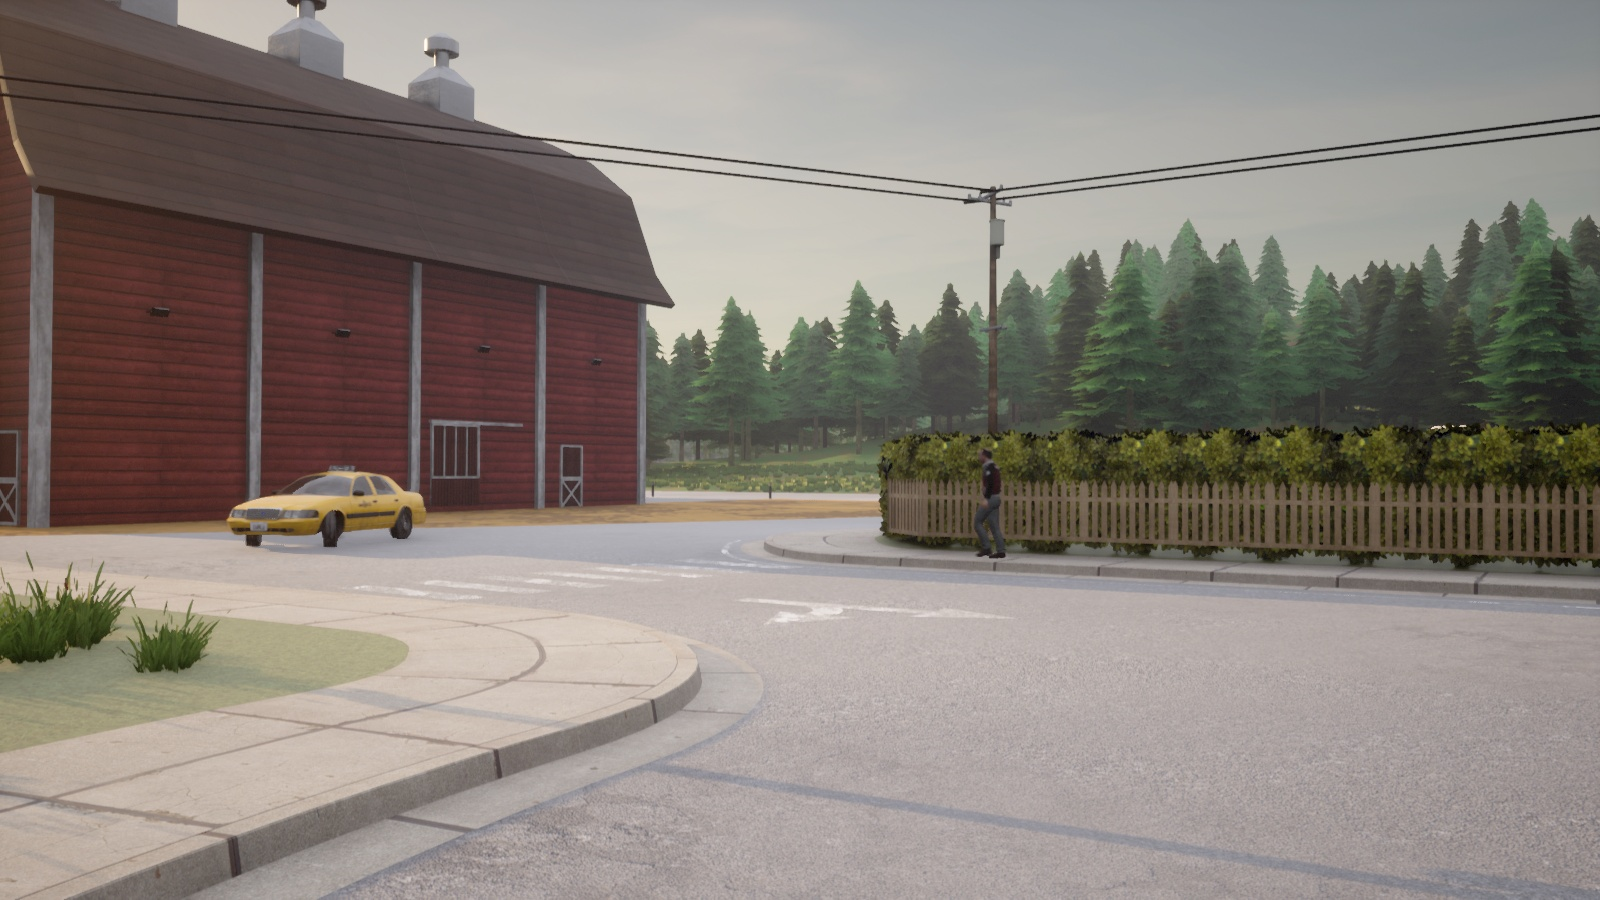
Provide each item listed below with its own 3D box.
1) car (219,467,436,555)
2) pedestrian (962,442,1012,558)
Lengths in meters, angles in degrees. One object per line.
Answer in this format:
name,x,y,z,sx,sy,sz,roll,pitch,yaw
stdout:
car,-9.376,1.147,25.496,1.801,1.575,5.366,0,-1,7
pedestrian,3.037,0.807,20.384,0.720,1.854,0.376,-1,-1,26
